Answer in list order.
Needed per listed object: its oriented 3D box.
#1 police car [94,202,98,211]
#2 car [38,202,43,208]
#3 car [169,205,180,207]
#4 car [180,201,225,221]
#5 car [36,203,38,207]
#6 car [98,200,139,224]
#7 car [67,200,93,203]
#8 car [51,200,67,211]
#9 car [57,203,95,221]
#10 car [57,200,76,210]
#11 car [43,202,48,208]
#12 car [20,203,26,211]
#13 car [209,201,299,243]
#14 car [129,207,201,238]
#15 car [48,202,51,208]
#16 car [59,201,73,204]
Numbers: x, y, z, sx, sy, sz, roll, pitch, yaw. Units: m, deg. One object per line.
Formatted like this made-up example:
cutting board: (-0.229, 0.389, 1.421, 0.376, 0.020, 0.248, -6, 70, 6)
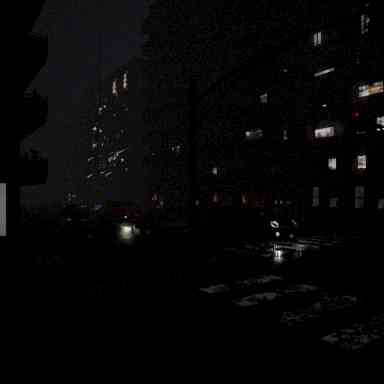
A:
police car: (-12.286, 2.256, 49.510, 1.930, 1.638, 5.238, 0, -1, -36)
car: (-35.055, 3.049, 80.068, 1.887, 1.381, 4.507, -1, 0, -36)
car: (-1.802, 2.045, 34.223, 1.887, 1.381, 4.507, -1, 0, -36)
car: (1.517, 1.713, 29.640, 2.192, 1.841, 5.009, -1, 0, -36)
car: (-38.376, 3.167, 84.655, 1.947, 1.339, 4.313, -1, 0, -36)
car: (-6.347, 1.732, 30.709, 2.150, 2.045, 5.566, 0, -1, -36)
car: (-17.665, 2.418, 51.760, 2.128, 1.511, 4.902, 0, -1, -36)
car: (-23.196, 2.600, 59.386, 1.837, 1.490, 4.892, 0, -1, -36)
car: (-11.848, 2.163, 33.857, 1.887, 1.381, 4.507, -1, 0, -36)
car: (-25.085, 2.523, 66.314, 2.192, 1.841, 5.009, -1, 0, -36)
car: (-31.729, 2.972, 75.483, 1.947, 1.339, 4.313, -1, 0, -36)
car: (-31.801, 2.769, 61.365, 1.887, 1.381, 4.507, -1, 0, -36)
car: (3.329, 1.564, 17.605, 2.097, 1.767, 4.553, 0, -1, -39)
car: (-1.773, 1.833, 19.966, 1.752, 1.417, 4.829, -1, 0, -36)
car: (-28.411, 2.623, 70.900, 2.192, 1.841, 5.009, -1, 0, -36)
car: (-15.396, 2.292, 43.234, 1.837, 1.490, 4.892, 0, -1, -36)
